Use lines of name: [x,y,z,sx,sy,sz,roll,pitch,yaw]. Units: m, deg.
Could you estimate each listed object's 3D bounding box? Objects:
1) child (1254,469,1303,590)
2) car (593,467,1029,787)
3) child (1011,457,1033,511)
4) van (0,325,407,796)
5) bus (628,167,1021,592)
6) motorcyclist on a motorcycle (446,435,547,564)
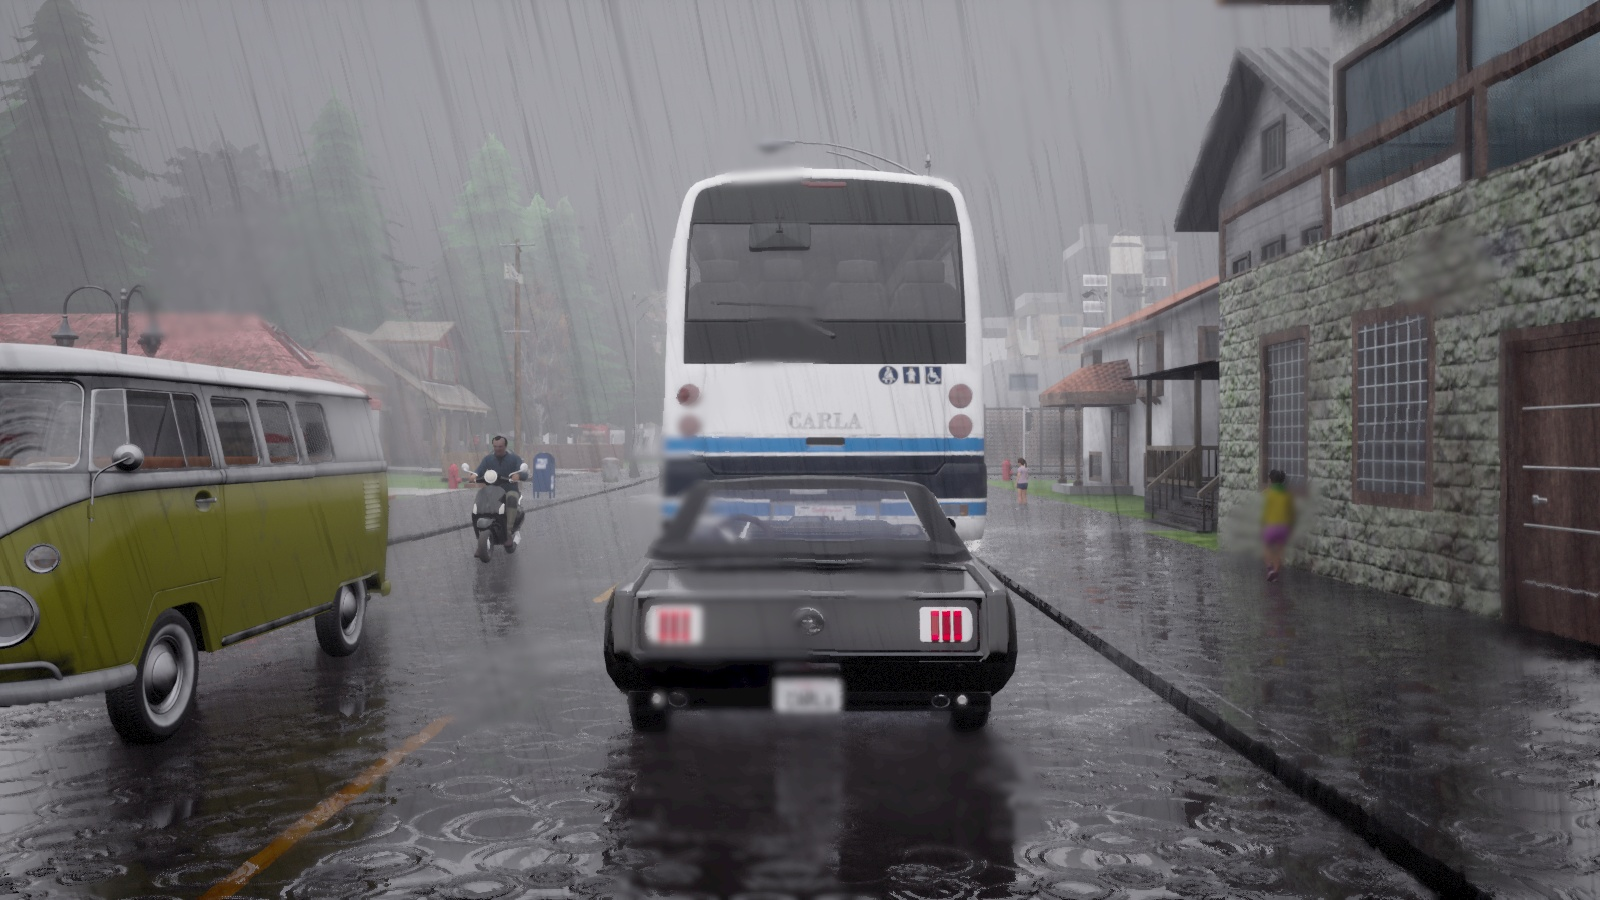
child: [4.702,0.770,12.361,0.299,1.160,0.473,0,0,0]
car: [0.053,0.803,7.818,1.895,1.301,4.718,0,0,0]
child: [4.603,0.693,26.051,0.255,1.110,0.394,0,0,-36]
van: [-3.948,0.454,7.526,1.775,1.987,4.442,0,0,0]
bus: [0.139,-0.730,17.748,3.944,4.253,10.273,0,0,-1]
motorcyclist on a motorcycle: [-3.907,0.605,16.322,0.866,1.590,1.817,0,0,0]
